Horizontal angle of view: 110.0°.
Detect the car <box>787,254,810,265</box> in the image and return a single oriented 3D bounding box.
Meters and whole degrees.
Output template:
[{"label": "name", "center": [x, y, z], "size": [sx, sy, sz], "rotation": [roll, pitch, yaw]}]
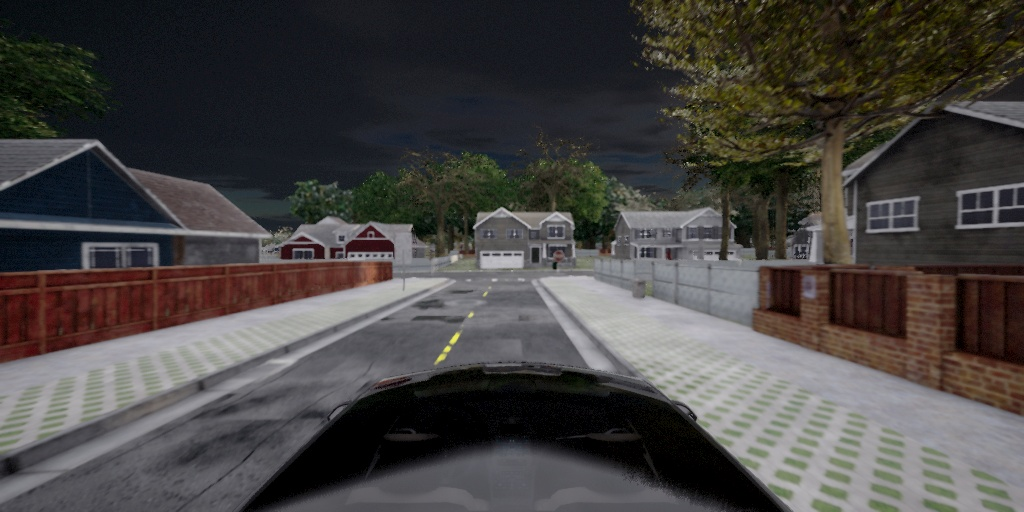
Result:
[{"label": "car", "center": [29.288, 0.594, 35.743], "size": [4.553, 1.767, 2.097], "rotation": [-1, 1, 0]}]
